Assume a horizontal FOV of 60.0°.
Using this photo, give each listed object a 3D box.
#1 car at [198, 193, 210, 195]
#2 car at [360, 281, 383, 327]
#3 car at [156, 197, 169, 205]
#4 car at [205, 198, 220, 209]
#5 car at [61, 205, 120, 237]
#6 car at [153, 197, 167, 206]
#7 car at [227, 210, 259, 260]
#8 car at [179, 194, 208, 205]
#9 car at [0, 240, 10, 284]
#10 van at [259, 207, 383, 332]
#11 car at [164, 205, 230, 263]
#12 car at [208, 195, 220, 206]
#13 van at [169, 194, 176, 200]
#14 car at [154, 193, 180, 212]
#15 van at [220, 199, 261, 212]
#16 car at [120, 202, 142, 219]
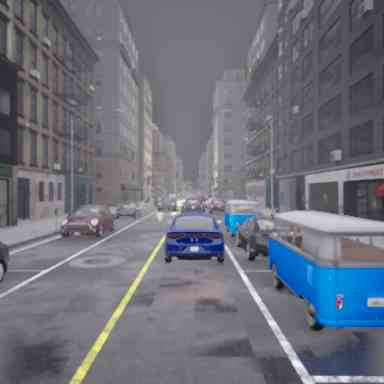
[{"bbox_3d":[2.639,1.325,61.707,2.192,1.841,5.009,0,0,0],"label":"car"},{"bbox_3d":[2.637,1.565,1.088,1.947,1.339,4.313,0,0,0],"label":"car"},{"bbox_3d":[-5.386,1.576,61.707,1.947,1.339,4.313,0,0,0],"label":"car"},{"bbox_3d":[2.751,1.534,45.223,1.812,1.442,4.674,0,0,0],"label":"car"},{"bbox_3d":[-5.388,1.438,17.620,1.967,1.590,4.097,0,0,0],"label":"car"},{"bbox_3d":[-5.386,1.554,56.197,1.887,1.381,4.507,0,0,0],"label":"car"},{"bbox_3d":[2.637,1.548,12.109,2.008,1.369,4.403,0,0,0],"label":"car"},{"bbox_3d":[0.093,1.354,31.201,2.097,1.767,4.553,0,0,0],"label":"car"},{"bbox_3d":[-5.388,1.548,6.598,2.008,1.369,4.403,0,0,0],"label":"car"},{"bbox_3d":[2.637,1.339,6.598,1.690,1.788,3.998,0,0,0],"label":"van"},{"bbox_3d":[0.084,1.475,12.050,1.882,1.535,5.008,0,0,0],"label":"car"},{"bbox_3d":[2.638,1.443,34.152,1.967,1.590,4.097,0,0,0],"label":"car"},{"bbox_3d":[-5.405,1.353,93.671,1.690,1.788,3.998,0,0,0],"label":"van"},{"bbox_3d":[-2.842,1.357,38.943,2.097,1.767,4.553,0,0,0],"label":"car"},{"bbox_3d":[2.637,1.339,17.619,1.690,1.788,3.998,0,0,0],"label":"van"},{"bbox_3d":[-5.388,1.552,28.641,2.008,1.369,4.403,0,0,0],"label":"car"}]
